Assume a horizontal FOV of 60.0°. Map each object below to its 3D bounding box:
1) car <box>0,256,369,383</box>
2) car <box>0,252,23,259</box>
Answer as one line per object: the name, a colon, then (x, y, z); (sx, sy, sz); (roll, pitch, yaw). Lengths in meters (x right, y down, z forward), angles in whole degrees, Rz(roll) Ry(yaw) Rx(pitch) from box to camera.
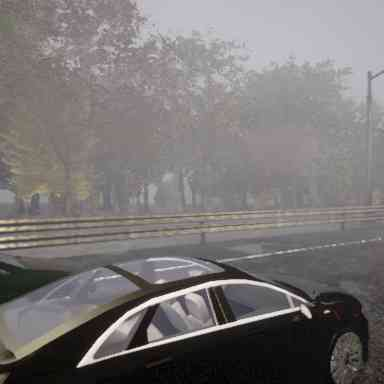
car: (0.032, 1.494, 3.658); (4.902, 1.511, 2.128); (0, 0, -35)
car: (-3.697, 1.560, 5.334); (4.181, 1.385, 1.994); (0, 0, -36)
